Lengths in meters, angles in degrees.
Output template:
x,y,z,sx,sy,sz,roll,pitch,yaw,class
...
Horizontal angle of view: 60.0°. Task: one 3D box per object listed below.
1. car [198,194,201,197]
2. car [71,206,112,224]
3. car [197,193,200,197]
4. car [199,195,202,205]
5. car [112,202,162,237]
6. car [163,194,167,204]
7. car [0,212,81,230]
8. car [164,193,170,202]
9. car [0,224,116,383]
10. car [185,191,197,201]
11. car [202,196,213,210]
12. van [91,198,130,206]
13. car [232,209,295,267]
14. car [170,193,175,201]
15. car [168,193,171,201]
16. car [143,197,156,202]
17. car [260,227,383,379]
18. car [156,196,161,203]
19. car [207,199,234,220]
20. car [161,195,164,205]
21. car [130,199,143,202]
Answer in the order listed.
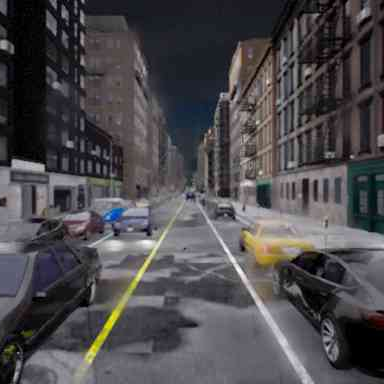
x,y,z,sx,sy,sz,roll,pitch,yaw,class
2.423,1.442,54.229,1.947,1.339,4.313,0,0,0,car
-5.449,1.555,16.318,1.802,1.307,4.206,0,0,0,car
2.378,1.371,65.225,1.752,1.417,4.829,0,0,0,car
2.444,1.455,48.816,1.947,1.339,4.313,0,0,0,car
-2.902,1.492,17.886,1.812,1.442,4.674,0,0,0,car
-5.603,1.468,54.206,1.802,1.307,4.206,0,0,0,car
-5.427,1.550,10.905,1.947,1.339,4.313,0,0,0,car
-5.624,1.423,59.619,2.008,1.369,4.403,0,0,0,car
-2.872,1.541,5.241,2.033,1.411,5.357,0,0,-1,car
-0.299,0.889,74.763,2.150,2.045,5.566,0,0,0,car
2.488,1.464,37.991,2.008,1.369,4.403,0,0,0,car
-5.471,1.302,21.730,1.690,1.788,3.998,0,0,0,van
2.597,1.499,11.098,1.752,1.417,4.829,0,0,0,car
-5.691,1.140,75.856,2.192,1.841,5.009,0,0,0,car
-5.646,1.407,65.032,2.008,1.369,4.403,0,0,0,car
-5.536,1.450,37.798,1.752,1.417,4.829,0,0,0,car
2.620,1.551,5.516,1.947,1.339,4.313,0,0,0,car
-5.559,1.477,43.380,1.947,1.339,4.313,0,0,0,car
2.532,1.489,27.166,2.008,1.369,4.403,0,0,0,car
-5.580,1.425,48.623,1.752,1.417,4.829,0,0,0,car
-5.493,1.389,27.143,1.967,1.590,4.097,0,0,0,car
